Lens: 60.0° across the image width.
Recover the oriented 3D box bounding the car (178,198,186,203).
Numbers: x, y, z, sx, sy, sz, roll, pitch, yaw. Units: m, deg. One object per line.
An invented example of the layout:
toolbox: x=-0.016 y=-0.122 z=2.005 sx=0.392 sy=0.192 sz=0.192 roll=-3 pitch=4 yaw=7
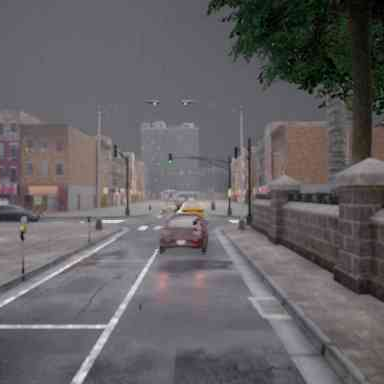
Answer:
car: x=-2.801 y=2.296 z=90.454 sx=2.008 sy=1.369 sz=4.403 roll=0 pitch=0 yaw=0

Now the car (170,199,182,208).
car: x=-2.743 y=1.993 z=57.573 sx=1.752 sy=1.417 sz=4.829 roll=0 pitch=0 yaw=0

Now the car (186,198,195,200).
car: x=-0.129 y=2.181 z=72.389 sx=1.895 sy=1.301 sz=4.718 roll=0 pitch=0 yaw=0

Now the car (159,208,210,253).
car: x=-0.249 y=1.638 z=14.109 sx=1.812 sy=1.442 sz=4.674 roll=0 pitch=-1 yaw=3

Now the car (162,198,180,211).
car: x=-2.713 y=1.858 z=41.217 sx=1.752 sy=1.417 sz=4.829 roll=0 pitch=0 yaw=0

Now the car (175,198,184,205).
car: x=-2.772 y=2.158 z=74.098 sx=2.008 sy=1.369 sz=4.403 roll=0 pitch=0 yaw=0

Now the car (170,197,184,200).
car: x=-2.724 y=1.694 z=46.841 sx=2.192 sy=1.841 sz=5.009 roll=0 pitch=0 yaw=0

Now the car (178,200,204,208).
car: x=0.044 y=1.711 z=28.546 sx=1.882 sy=1.535 sz=5.008 roll=0 pitch=0 yaw=0

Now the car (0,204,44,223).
car: x=-14.488 y=1.737 z=26.670 sx=4.892 sy=1.490 sz=1.837 roll=0 pitch=0 yaw=0

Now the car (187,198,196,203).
car: x=-0.147 y=2.080 z=82.366 sx=1.994 sy=1.385 sz=4.181 roll=0 pitch=0 yaw=0
